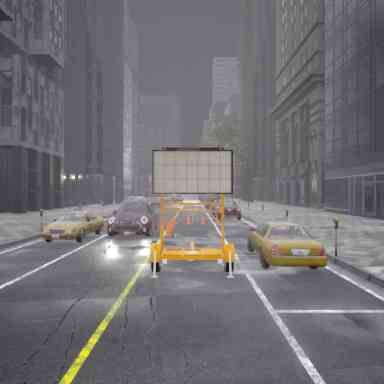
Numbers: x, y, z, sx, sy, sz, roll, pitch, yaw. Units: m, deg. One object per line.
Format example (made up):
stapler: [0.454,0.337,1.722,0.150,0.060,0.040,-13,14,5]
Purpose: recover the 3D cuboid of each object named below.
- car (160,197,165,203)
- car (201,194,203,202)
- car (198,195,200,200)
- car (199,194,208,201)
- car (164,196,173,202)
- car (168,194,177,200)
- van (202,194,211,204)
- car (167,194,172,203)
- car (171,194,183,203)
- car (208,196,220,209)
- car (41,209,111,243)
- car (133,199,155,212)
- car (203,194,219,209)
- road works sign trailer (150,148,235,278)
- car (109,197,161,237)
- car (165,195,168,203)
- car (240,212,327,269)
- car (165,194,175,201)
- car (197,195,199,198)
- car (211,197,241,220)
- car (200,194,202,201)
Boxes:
car: [-5.581,1.458,50.296,1.967,1.590,4.097,0,0,0]
car: [2.945,1.333,50.267,2.192,1.841,5.009,0,0,0]
car: [2.993,1.659,78.465,1.802,1.307,4.206,0,0,0]
car: [3.012,1.435,89.744,2.192,1.841,5.009,0,0,0]
car: [-5.533,1.602,78.320,1.752,1.417,4.829,0,0,0]
car: [-5.504,1.457,95.407,2.192,1.841,5.009,0,0,0]
van: [2.974,1.391,67.186,1.690,1.788,3.998,0,0,0]
car: [-5.551,1.632,67.213,1.802,1.307,4.206,0,0,0]
car: [-2.880,1.560,69.440,1.837,1.490,4.892,0,0,0]
car: [2.916,1.434,33.348,1.967,1.590,4.097,0,0,0]
car: [-5.640,1.519,16.254,1.752,1.417,4.829,0,0,1]
car: [-5.600,1.565,39.017,1.947,1.339,4.313,0,0,0]
car: [2.935,1.323,44.628,2.192,1.841,5.009,0,0,0]
road works sign trailer: [0.016,0.461,10.109,2.380,3.560,2.880,0,0,0]
car: [-3.070,1.344,17.901,2.097,1.767,4.553,0,0,0]
car: [-5.571,1.574,55.934,1.887,1.381,4.507,0,0,0]
car: [2.884,1.521,10.994,1.752,1.417,4.829,0,0,1]
car: [-5.523,1.412,84.128,2.192,1.841,5.009,0,0,0]
car: [3.002,1.663,84.103,1.947,1.339,4.313,0,0,0]
car: [2.906,1.431,27.710,1.967,1.590,4.097,0,0,0]
car: [2.964,1.480,61.546,1.967,1.590,4.097,0,0,0]
